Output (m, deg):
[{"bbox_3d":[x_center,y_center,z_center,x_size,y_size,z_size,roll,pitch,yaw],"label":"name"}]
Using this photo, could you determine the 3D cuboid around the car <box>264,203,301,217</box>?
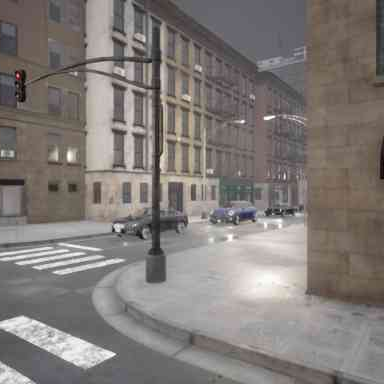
[{"bbox_3d":[8.952,1.777,33.335,1.895,1.301,4.718,0,0,35],"label":"car"}]

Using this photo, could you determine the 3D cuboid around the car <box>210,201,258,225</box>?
[{"bbox_3d":[3.229,1.476,25.327,2.097,1.767,4.553,0,0,36],"label":"car"}]

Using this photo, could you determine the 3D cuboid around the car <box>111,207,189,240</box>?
[{"bbox_3d":[-2.113,1.568,17.809,2.128,1.511,4.902,0,0,35],"label":"car"}]

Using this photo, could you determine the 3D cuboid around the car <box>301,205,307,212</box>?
[{"bbox_3d":[14.868,1.832,41.585,1.895,1.301,4.718,0,0,36],"label":"car"}]
